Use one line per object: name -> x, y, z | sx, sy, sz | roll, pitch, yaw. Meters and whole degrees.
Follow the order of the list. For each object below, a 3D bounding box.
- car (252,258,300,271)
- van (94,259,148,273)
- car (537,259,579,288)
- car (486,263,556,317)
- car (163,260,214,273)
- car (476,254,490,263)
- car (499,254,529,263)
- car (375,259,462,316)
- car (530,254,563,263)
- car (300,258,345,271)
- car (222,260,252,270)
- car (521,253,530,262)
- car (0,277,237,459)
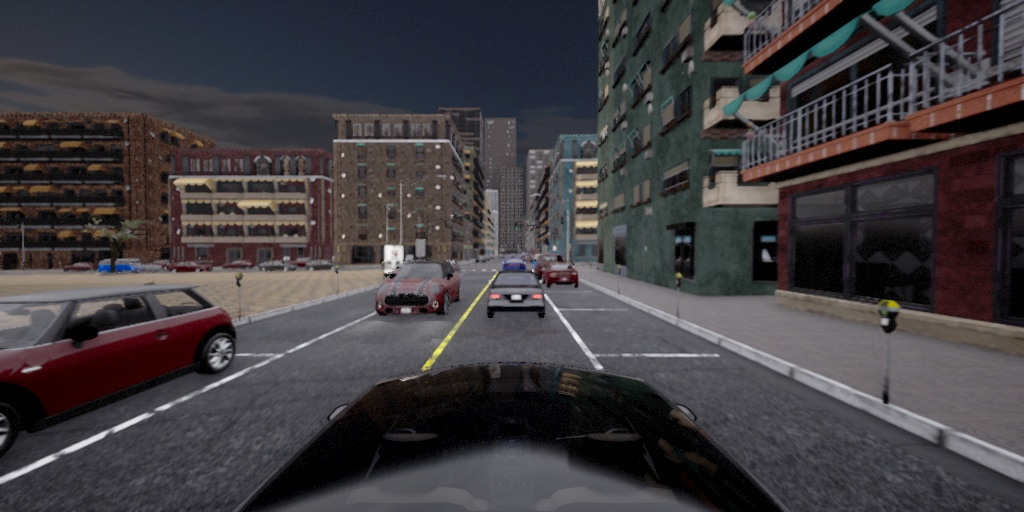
car -> -27.846, 1.196, 42.840 | 4.403, 1.370, 2.007 | 0, 0, 0
van -> -46.735, 1.259, 42.864 | 3.998, 1.789, 1.690 | 0, 0, 0
car -> 2.744, 1.049, 20.963 | 1.888, 1.381, 4.507 | 0, 0, 0
car -> 0.129, 1.159, 12.440 | 2.033, 1.411, 5.357 | 0, 1, 0
car -> -38.275, 1.341, 42.842 | 4.507, 1.381, 1.888 | 0, 0, 0
car -> -5.513, 0.530, 64.446 | 1.948, 1.339, 4.313 | 0, 0, 0
car -> 0.179, 0.869, 29.937 | 1.882, 1.535, 5.008 | 0, 1, 0
car -> -3.069, 0.961, 12.630 | 2.097, 1.767, 4.553 | 0, 1, 0
car -> 2.759, 0.750, 26.491 | 2.192, 1.841, 5.009 | 0, 0, 0
car -> -22.276, 1.115, 42.863 | 4.403, 1.370, 2.007 | 0, 0, 0
car -> -39.022, 1.216, 51.381 | 4.207, 1.307, 1.802 | 0, 0, 0
car -> 2.868, 0.548, 64.410 | 1.802, 1.307, 4.207 | 0, 0, 0
car -> -5.685, 1.154, 4.408 | 1.967, 1.591, 4.097 | 0, 0, 0
